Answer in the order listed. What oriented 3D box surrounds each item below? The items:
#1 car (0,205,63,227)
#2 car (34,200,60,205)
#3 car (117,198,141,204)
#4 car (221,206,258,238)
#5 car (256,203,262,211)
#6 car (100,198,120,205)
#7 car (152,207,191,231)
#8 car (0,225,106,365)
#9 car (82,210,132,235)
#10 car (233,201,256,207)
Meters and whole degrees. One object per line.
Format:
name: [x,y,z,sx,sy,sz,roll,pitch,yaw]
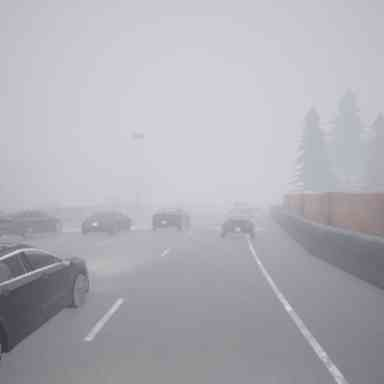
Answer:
car: [-9.064,1.715,18.527,1.837,1.490,4.892,0,-1,7]
car: [-23.035,2.108,52.730,1.837,1.490,4.892,0,-1,18]
car: [-10.158,2.296,57.810,2.033,1.411,5.357,0,-1,21]
car: [2.696,1.782,19.466,1.812,1.442,4.674,0,-1,8]
car: [9.281,2.264,50.044,1.895,1.301,4.718,0,-1,21]
car: [-13.541,2.201,58.747,2.128,1.511,4.902,0,-1,21]
car: [-1.319,1.769,23.159,1.882,1.535,5.008,0,-1,9]
car: [-3.185,1.550,5.216,2.128,1.511,4.902,0,-1,2]
car: [-5.214,1.814,20.798,1.994,1.385,4.181,0,-1,8]
car: [6.194,1.886,40.593,2.097,1.767,4.553,0,-1,18]
